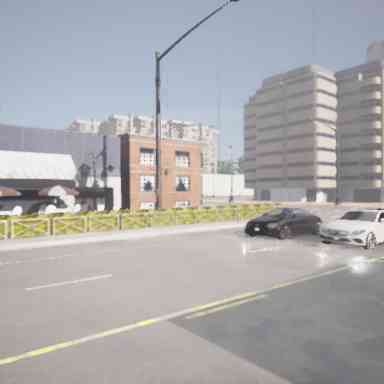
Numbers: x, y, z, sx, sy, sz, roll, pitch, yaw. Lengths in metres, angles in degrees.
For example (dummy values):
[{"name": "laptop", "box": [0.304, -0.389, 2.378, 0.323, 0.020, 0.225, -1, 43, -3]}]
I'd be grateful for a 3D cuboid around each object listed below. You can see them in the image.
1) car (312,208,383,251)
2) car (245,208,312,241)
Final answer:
[{"name": "car", "box": [7.224, 1.416, 13.754, 4.674, 1.442, 1.812, 0, 0, -37]}, {"name": "car", "box": [4.511, 1.465, 16.097, 4.181, 1.385, 1.994, -1, 0, -37]}]
